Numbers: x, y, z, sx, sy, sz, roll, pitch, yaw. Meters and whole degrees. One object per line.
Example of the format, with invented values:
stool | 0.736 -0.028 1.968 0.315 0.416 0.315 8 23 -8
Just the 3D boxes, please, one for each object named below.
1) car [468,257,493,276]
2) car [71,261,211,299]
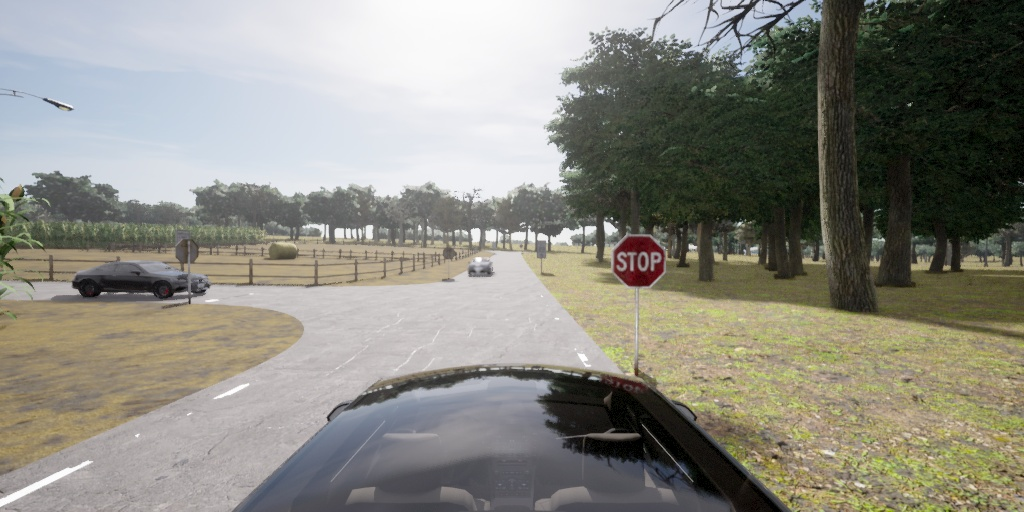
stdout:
car | -2.639 0.850 30.617 2.128 1.511 4.902 0 2 0
car | -15.307 0.929 14.919 4.674 1.442 1.812 1 1 -1
